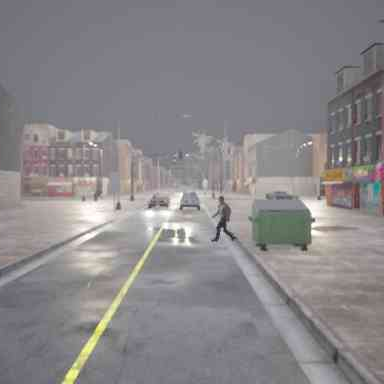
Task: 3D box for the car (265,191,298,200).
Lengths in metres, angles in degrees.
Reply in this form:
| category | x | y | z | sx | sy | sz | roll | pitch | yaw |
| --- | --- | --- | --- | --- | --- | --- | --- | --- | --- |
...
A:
| category | x | y | z | sx | sy | sz | roll | pitch | yaw |
| --- | --- | --- | --- | --- | --- | --- | --- | --- | --- |
| car | 11.949 | 0.507 | 44.483 | 4.313 | 1.339 | 1.947 | 0 | 1 | 0 |

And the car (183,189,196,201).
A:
| category | x | y | z | sx | sy | sz | roll | pitch | yaw |
| --- | --- | --- | --- | --- | --- | --- | --- | --- | --- |
| car | -0.369 | 0.383 | 48.343 | 1.882 | 1.535 | 5.008 | 0 | 1 | 0 |

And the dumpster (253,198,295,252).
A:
| category | x | y | z | sx | sy | sz | roll | pitch | yaw |
| --- | --- | --- | --- | --- | --- | --- | --- | --- | --- |
| dumpster | 2.899 | 1.117 | 11.995 | 1.020 | 1.700 | 1.940 | 0 | 1 | -1 |

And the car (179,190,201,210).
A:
| category | x | y | z | sx | sy | sz | roll | pitch | yaw |
| --- | --- | --- | --- | --- | --- | --- | --- | --- | --- |
| car | -0.200 | 0.848 | 30.636 | 2.033 | 1.411 | 5.357 | 0 | 1 | 0 |

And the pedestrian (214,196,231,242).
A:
| category | x | y | z | sx | sy | sz | roll | pitch | yaw |
| --- | --- | --- | --- | --- | --- | --- | --- | --- | --- |
| pedestrian | 1.151 | 1.000 | 12.674 | 0.375 | 1.860 | 0.375 | 0 | 1 | -11 |

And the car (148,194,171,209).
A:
| category | x | y | z | sx | sy | sz | roll | pitch | yaw |
| --- | --- | --- | --- | --- | --- | --- | --- | --- | --- |
| car | -3.084 | 0.872 | 31.955 | 1.895 | 1.301 | 4.718 | 0 | 1 | 0 |
